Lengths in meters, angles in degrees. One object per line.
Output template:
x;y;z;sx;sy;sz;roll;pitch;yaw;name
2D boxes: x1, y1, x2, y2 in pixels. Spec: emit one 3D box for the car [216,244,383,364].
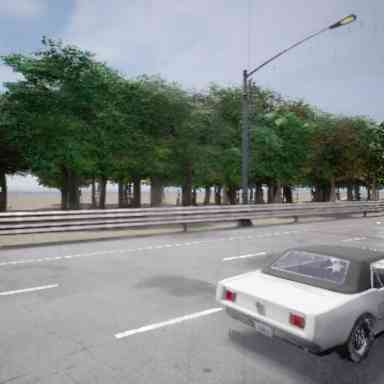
2.798;1.603;5.871;4.718;1.301;1.895;0;0;-35;car
